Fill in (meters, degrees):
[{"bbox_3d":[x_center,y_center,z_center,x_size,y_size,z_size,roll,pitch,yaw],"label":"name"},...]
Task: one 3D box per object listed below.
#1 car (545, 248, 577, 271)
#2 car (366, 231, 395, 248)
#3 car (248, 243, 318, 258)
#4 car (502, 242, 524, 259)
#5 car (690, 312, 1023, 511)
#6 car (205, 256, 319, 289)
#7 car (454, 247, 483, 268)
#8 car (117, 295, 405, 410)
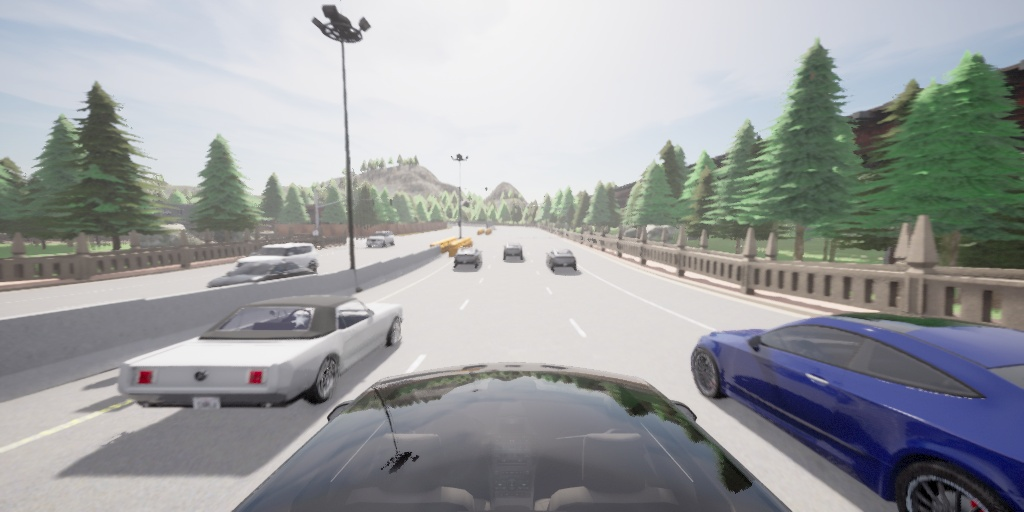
[{"bbox_3d":[3.598,0.172,26.593,2.128,1.511,4.902,0,5,0],"label":"car"},{"bbox_3d":[-17.437,-2.252,47.864,2.150,2.045,5.566,0,5,1],"label":"car"},{"bbox_3d":[-14.097,0.289,21.960,2.150,2.045,5.566,0,4,0],"label":"car"},{"bbox_3d":[0.112,-0.583,34.155,2.128,1.511,4.902,0,6,0],"label":"car"},{"bbox_3d":[3.598,1.278,3.485,1.812,1.442,4.674,0,0,0],"label":"car"},{"bbox_3d":[-10.600,0.971,15.430,1.837,1.490,4.892,0,3,0],"label":"car"},{"bbox_3d":[-3.401,0.013,28.273,2.128,1.511,4.902,0,6,0],"label":"car"},{"bbox_3d":[-3.401,1.333,6.220,1.895,1.301,4.718,0,1,0],"label":"car"}]
